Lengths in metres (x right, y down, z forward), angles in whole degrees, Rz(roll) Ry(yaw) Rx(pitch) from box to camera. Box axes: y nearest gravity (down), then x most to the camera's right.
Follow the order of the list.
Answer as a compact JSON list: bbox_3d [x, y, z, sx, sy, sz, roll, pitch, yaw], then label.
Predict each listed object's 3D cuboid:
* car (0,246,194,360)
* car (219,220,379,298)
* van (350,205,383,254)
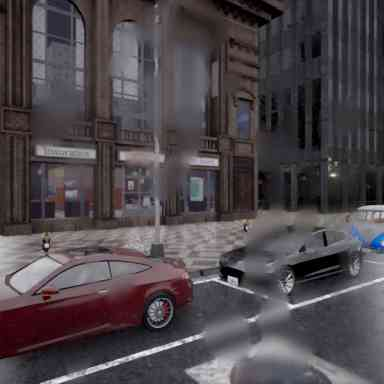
[{"bbox_3d":[-1.912,1.582,5.284,4.206,1.307,1.802,0,0,-35],"label":"car"},{"bbox_3d":[2.670,1.566,8.535,4.313,1.339,1.947,0,0,-35],"label":"car"},{"bbox_3d":[7.252,1.341,11.787,3.998,1.788,1.690,0,0,-35],"label":"van"}]
